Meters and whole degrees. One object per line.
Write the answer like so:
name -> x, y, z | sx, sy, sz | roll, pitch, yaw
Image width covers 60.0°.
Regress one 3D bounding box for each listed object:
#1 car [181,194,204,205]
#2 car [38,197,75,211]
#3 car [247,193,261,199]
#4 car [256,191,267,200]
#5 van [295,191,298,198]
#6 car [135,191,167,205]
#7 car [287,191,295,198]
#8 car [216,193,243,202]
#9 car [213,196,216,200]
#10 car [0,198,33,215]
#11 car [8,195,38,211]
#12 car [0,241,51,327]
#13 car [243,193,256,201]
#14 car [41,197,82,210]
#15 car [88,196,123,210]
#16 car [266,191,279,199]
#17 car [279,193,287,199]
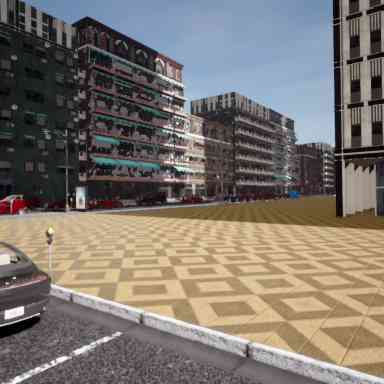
car -> 0.158, 1.062, 50.317 | 1.967, 1.590, 4.097 | -1, 0, 36
car -> -15.101, 1.368, 39.198 | 1.812, 1.442, 4.674 | -1, 0, 36
car -> 16.152, 1.040, 86.534 | 1.947, 1.339, 4.313 | -1, 0, 36
car -> 13.169, 1.046, 68.194 | 1.802, 1.307, 4.206 | -1, 0, 36
van -> 26.177, 0.654, 86.072 | 1.690, 1.788, 3.998 | -1, 0, 36
car -> -6.234, 0.952, 51.362 | 2.150, 2.045, 5.566 | -1, 0, 36
car -> 22.927, 0.932, 81.603 | 1.802, 1.307, 4.206 | -1, 0, 36
car -> 6.664, 1.093, 59.256 | 2.008, 1.369, 4.403 | -1, 0, 36
car -> 6.393, 1.028, 73.126 | 1.967, 1.590, 4.097 | -1, 0, 36
car -> -16.102, 1.413, 27.970 | 1.802, 1.307, 4.206 | -1, 0, 36
car -> -19.627, 1.228, 37.372 | 2.192, 1.841, 5.009 | -1, 0, 36
car -> -4.392, 1.553, 6.199 | 4.403, 1.369, 2.008 | 0, -1, 36
car -> 9.917, 1.048, 63.725 | 1.887, 1.381, 4.507 | -1, 0, 36
car -> -16.372, 1.415, 41.842 | 1.887, 1.381, 4.507 | -1, 0, 36
car -> -9.598, 1.186, 36.909 | 1.967, 1.590, 4.097 | -1, 0, 36
car -> 16.419, 0.740, 72.664 | 2.192, 1.841, 5.009 | -1, 0, 36
car -> 19.674, 0.938, 77.133 | 2.008, 1.369, 4.403 | -1, 0, 36
